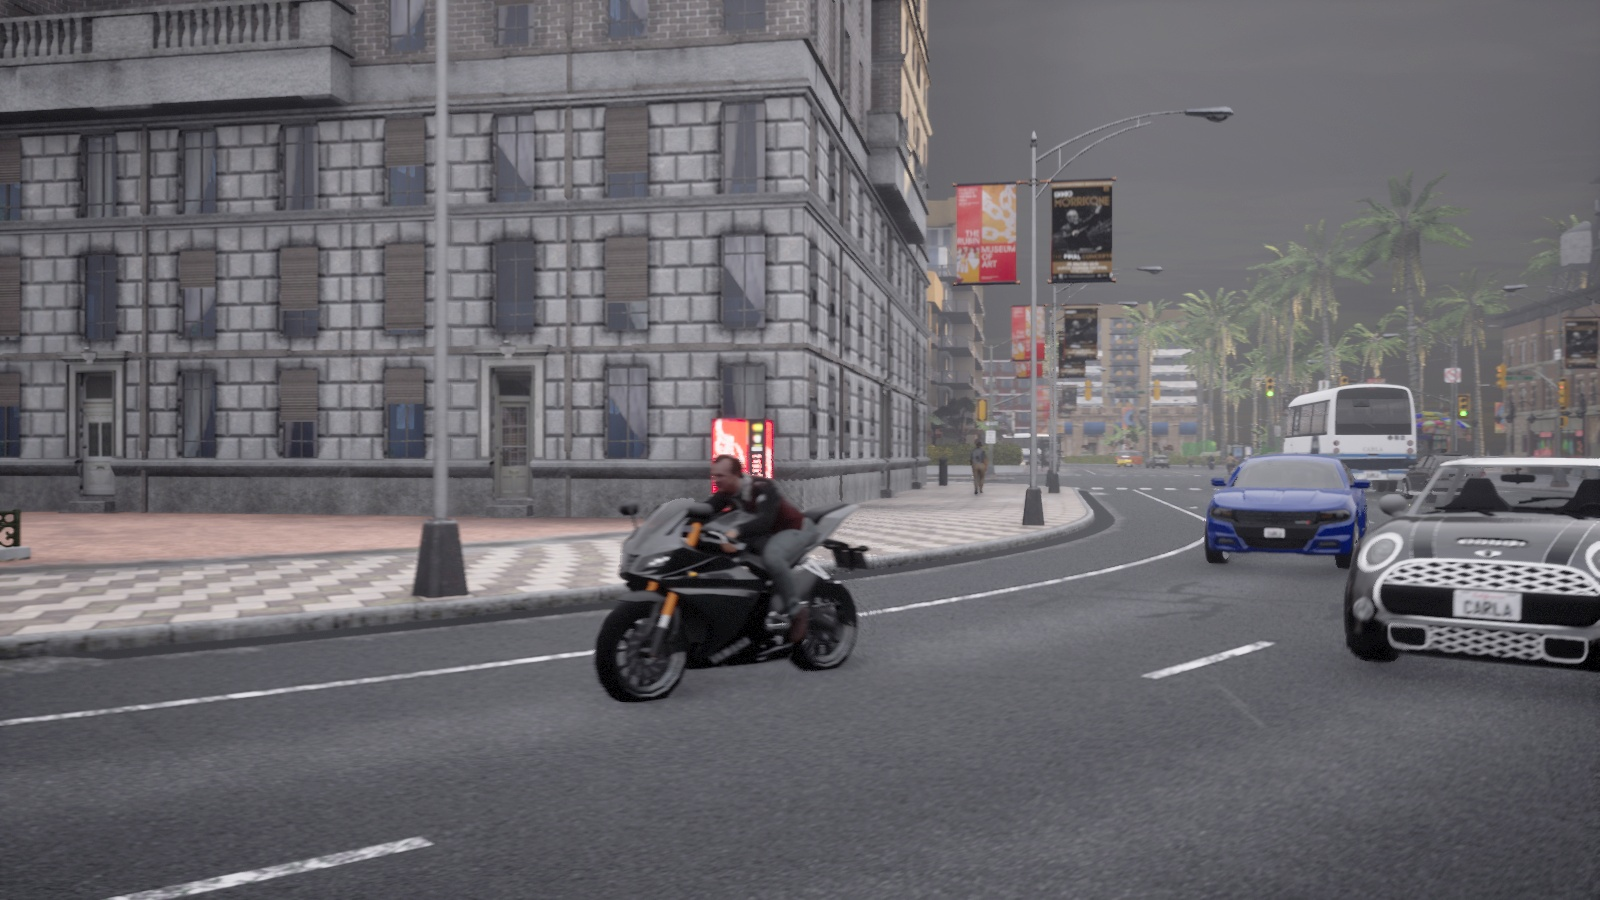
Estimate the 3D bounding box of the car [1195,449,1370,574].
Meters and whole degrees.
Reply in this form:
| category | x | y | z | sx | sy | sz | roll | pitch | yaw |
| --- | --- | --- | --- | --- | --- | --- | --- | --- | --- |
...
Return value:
| category | x | y | z | sx | sy | sz | roll | pitch | yaw |
| --- | --- | --- | --- | --- | --- | --- | --- | --- | --- |
| car | 7.084 | 0.763 | 18.096 | 1.882 | 1.535 | 5.008 | 0 | 0 | 26 |

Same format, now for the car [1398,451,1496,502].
| category | x | y | z | sx | sy | sz | roll | pitch | yaw |
| --- | --- | --- | --- | --- | --- | --- | --- | --- | --- |
| car | 20.437 | 0.800 | 39.805 | 1.789 | 1.549 | 3.705 | 0 | 0 | 11 |

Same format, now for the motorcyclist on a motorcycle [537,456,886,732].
| category | x | y | z | sx | sy | sz | roll | pitch | yaw |
| --- | --- | --- | --- | --- | --- | --- | --- | --- | --- |
| motorcyclist on a motorcycle | -0.504 | 0.808 | 8.069 | 2.191 | 1.530 | 0.866 | 0 | -1 | -45 |

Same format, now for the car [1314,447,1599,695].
| category | x | y | z | sx | sy | sz | roll | pitch | yaw |
| --- | --- | --- | --- | --- | --- | --- | --- | --- | --- |
| car | 5.423 | 0.727 | 9.395 | 1.970 | 1.475 | 3.806 | 0 | 0 | 38 |

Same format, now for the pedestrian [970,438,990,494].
| category | x | y | z | sx | sy | sz | roll | pitch | yaw |
| --- | --- | --- | --- | --- | --- | --- | --- | --- | --- |
| pedestrian | 5.981 | 0.523 | 41.729 | 0.540 | 1.848 | 0.694 | 0 | 0 | 18 |

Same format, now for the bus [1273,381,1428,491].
| category | x | y | z | sx | sy | sz | roll | pitch | yaw |
| --- | --- | --- | --- | --- | --- | --- | --- | --- | --- |
| bus | 23.221 | -0.517 | 53.767 | 3.944 | 4.253 | 10.273 | 0 | 0 | 11 |
